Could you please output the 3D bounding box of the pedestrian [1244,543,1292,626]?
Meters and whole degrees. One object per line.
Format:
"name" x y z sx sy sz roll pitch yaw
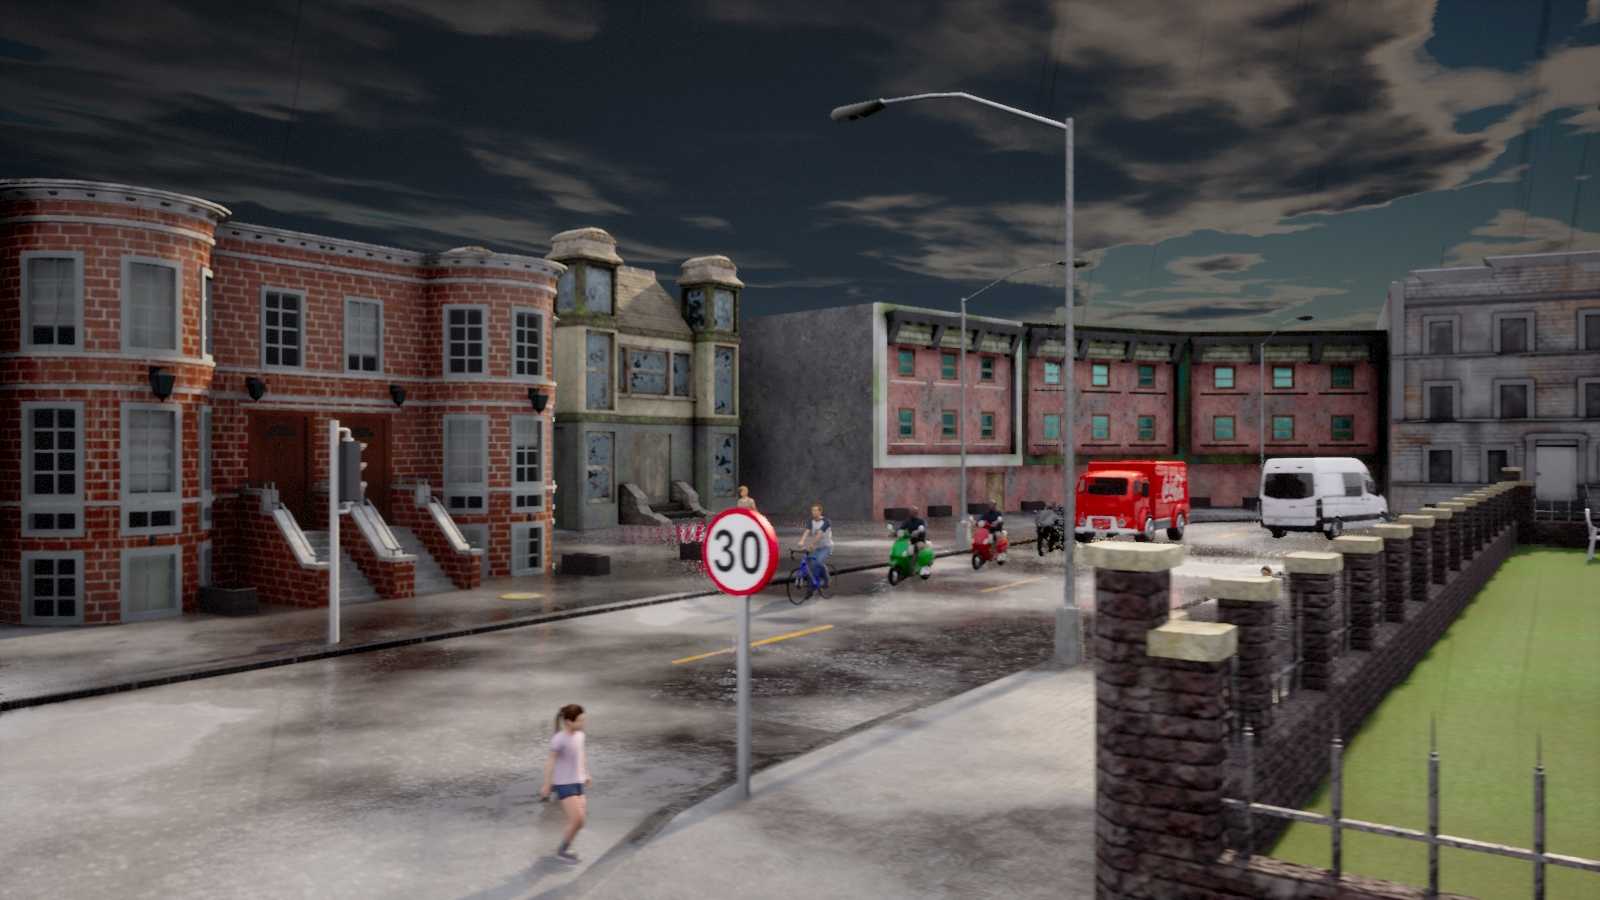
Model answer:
"pedestrian" 6.660 1.897 16.242 0.500 1.100 0.500 0 0 41

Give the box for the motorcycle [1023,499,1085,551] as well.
"motorcycle" 6.815 1.985 30.586 0.867 1.251 2.209 0 0 35

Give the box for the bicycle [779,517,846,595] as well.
"bicycle" 0.246 1.936 21.108 0.373 1.296 1.643 0 0 35

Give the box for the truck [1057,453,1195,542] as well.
"truck" 10.096 1.348 35.038 2.627 2.467 5.204 0 0 33

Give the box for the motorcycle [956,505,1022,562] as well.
"motorcycle" 4.513 1.962 27.192 0.856 1.236 1.805 0 0 35

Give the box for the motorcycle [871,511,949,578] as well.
"motorcycle" 2.338 1.962 24.095 0.856 1.236 1.805 0 0 35

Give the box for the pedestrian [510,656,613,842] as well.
"pedestrian" -1.617 2.008 7.775 0.500 1.100 0.500 0 0 20

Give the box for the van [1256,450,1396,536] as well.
"van" 17.169 1.315 37.115 5.915 2.561 1.988 0 -1 -43

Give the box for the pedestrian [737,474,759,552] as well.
"pedestrian" -1.269 1.525 27.674 0.375 1.860 0.375 0 0 38
